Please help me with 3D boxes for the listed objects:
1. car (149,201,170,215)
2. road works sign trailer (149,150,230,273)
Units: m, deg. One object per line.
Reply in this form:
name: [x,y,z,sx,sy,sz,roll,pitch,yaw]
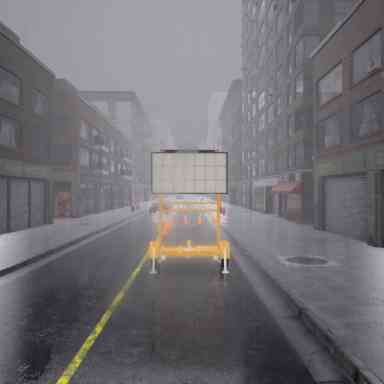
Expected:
car: [-3.256,1.595,33.718,1.895,1.301,4.718,0,0,0]
road works sign trailer: [-0.080,0.464,10.617,2.380,3.560,2.880,0,0,0]
